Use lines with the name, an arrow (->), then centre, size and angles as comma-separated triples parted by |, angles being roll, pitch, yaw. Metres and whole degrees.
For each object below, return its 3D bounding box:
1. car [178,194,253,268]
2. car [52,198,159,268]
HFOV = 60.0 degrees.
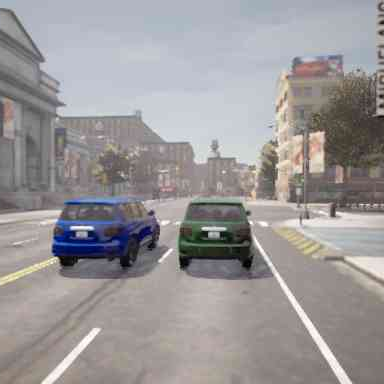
car -> 0.865, 1.224, 11.466 | 2.150, 2.045, 5.566 | 0, 0, 6
car -> -2.650, 1.223, 11.513 | 2.150, 2.045, 5.566 | 0, 0, 6
